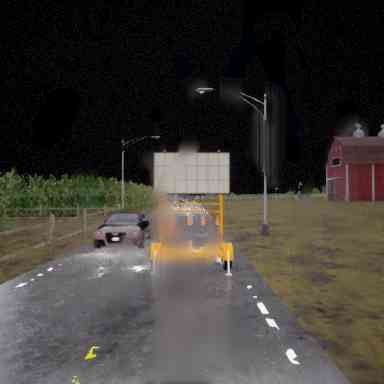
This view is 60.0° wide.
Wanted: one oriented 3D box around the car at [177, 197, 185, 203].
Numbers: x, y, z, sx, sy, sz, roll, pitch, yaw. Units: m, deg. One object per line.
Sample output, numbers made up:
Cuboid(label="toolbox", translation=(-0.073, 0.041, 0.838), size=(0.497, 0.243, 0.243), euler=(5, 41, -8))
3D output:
Cuboid(label="car", translation=(-2.875, 2.113, 84.862), size=(1.837, 1.490, 4.892), euler=(0, -1, 0))

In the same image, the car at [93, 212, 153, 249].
Cuboid(label="car", translation=(-2.870, 1.585, 14.512), size=(1.994, 1.385, 4.181), euler=(0, 0, 0))

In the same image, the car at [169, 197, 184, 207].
Cuboid(label="car", translation=(-2.915, 1.714, 57.186), size=(2.128, 1.511, 4.902), euler=(0, -1, 0))

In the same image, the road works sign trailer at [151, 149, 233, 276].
Cuboid(label="road works sign trailer", translation=(-0.009, 0.477, 10.395), size=(2.380, 3.560, 2.880), euler=(0, 0, 0))
